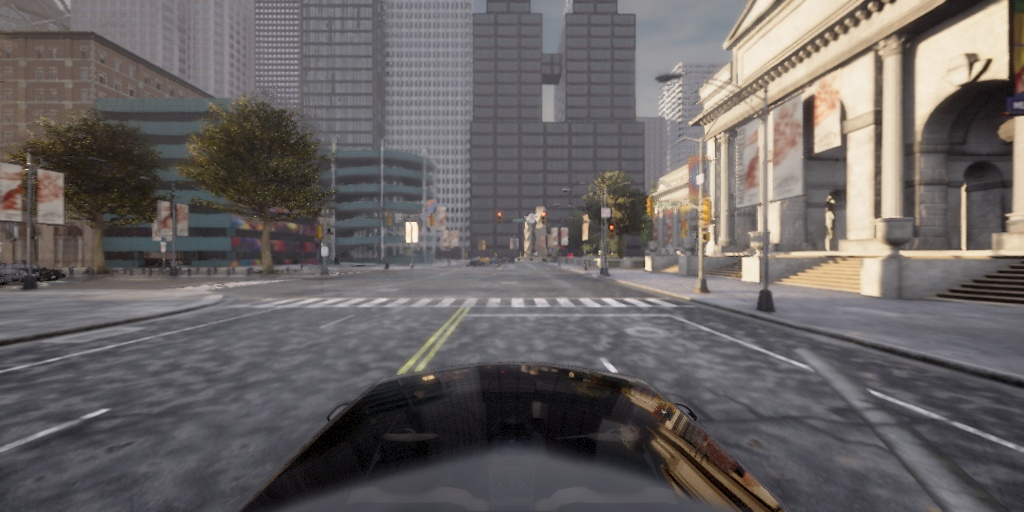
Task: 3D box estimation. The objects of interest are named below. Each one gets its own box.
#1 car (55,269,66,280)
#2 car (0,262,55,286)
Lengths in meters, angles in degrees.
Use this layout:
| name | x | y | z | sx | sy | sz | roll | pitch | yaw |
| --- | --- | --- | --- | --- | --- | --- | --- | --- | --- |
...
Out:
| name | x | y | z | sx | sy | sz | roll | pitch | yaw |
| --- | --- | --- | --- | --- | --- | --- | --- | --- | --- |
| car | -37.677 | 1.214 | 27.381 | 5.357 | 1.411 | 2.033 | 0 | 0 | 0 |
| car | -34.428 | 1.171 | 23.891 | 4.902 | 1.511 | 2.128 | 0 | 0 | 0 |
